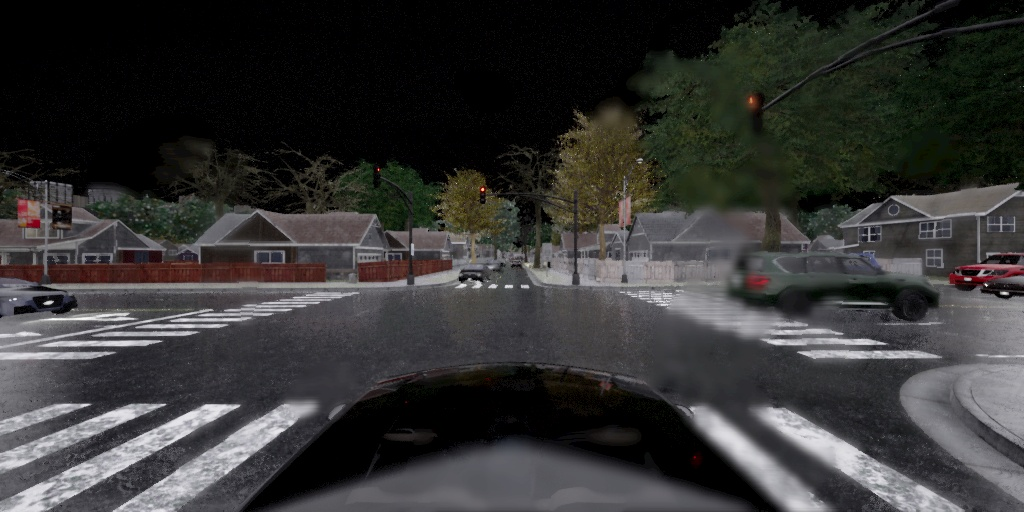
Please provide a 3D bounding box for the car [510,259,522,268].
[{"bbox_3d":[0.741,1.299,61.404,1.837,1.490,4.892,0,0,1],"label":"car"}]

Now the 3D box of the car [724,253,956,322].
[{"bbox_3d":[9.944,0.903,11.509,5.566,2.045,2.150,0,1,3],"label":"car"}]

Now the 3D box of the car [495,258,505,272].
[{"bbox_3d":[-2.416,1.267,45.676,2.128,1.511,4.902,0,0,1],"label":"car"}]

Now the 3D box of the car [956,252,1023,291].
[{"bbox_3d":[25.851,0.811,18.107,5.566,2.045,2.150,0,0,1],"label":"car"}]

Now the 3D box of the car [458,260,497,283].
[{"bbox_3d":[-2.803,1.308,28.425,2.033,1.411,5.357,0,0,5],"label":"car"}]

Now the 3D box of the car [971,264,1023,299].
[{"bbox_3d":[23.205,1.153,14.903,5.357,1.411,2.033,0,0,1],"label":"car"}]

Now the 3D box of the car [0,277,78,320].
[{"bbox_3d":[-17.591,1.410,12.124,4.181,1.385,1.994,0,0,1],"label":"car"}]
